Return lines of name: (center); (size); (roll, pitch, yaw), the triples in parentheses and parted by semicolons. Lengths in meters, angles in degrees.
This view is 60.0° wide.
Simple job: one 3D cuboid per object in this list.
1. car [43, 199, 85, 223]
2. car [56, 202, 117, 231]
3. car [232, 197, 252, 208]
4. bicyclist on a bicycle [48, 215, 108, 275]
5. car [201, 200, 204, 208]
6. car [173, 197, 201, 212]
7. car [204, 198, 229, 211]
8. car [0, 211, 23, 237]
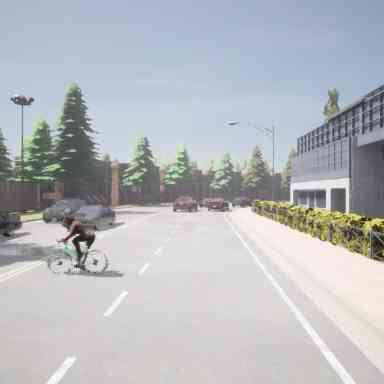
car: (-9.510, 1.352, 25.547); (2.097, 1.767, 4.553); (0, 0, 4)
car: (-6.250, 1.548, 21.089); (2.033, 1.411, 5.357); (0, 0, 3)
car: (7.512, 1.491, 49.516); (2.128, 1.511, 4.902); (0, 0, 31)
bicyclist on a bicycle: (-3.099, 1.455, 8.979); (1.656, 1.620, 0.582); (-2, 0, 2)
car: (2.625, 1.564, 48.061); (1.994, 1.385, 4.181); (0, 0, 27)
car: (-0.687, 1.352, 38.862); (2.097, 1.767, 4.553); (0, 0, 13)
car: (3.229, 1.478, 39.968); (1.882, 1.535, 5.008); (0, 0, 16)
car: (-10.021, 1.547, 15.433); (2.033, 1.411, 5.357); (0, 0, 2)
